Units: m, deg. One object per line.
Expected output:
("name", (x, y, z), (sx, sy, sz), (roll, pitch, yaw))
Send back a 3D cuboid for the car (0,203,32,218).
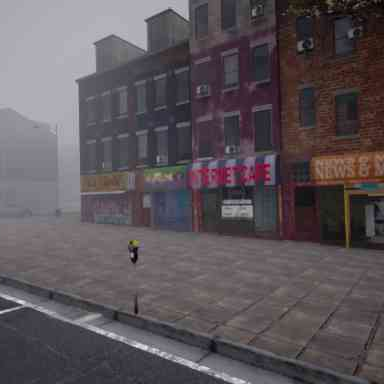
("car", (-16.249, 1.631, 28.974), (1.994, 1.385, 4.181), (-2, -1, 36))
